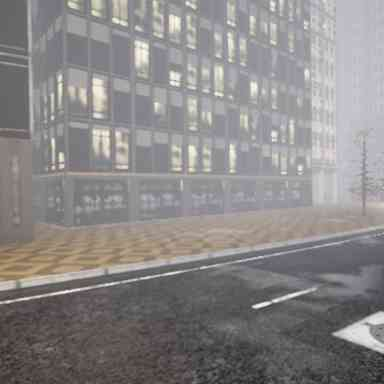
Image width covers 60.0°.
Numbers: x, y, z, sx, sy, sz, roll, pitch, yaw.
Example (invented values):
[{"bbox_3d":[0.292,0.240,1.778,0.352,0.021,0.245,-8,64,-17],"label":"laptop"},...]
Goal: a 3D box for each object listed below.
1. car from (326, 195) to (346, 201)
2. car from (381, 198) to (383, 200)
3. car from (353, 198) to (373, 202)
[{"bbox_3d":[30.419,1.340,70.935,1.947,1.339,4.313,-1,1,-41],"label":"car"},{"bbox_3d":[37.795,1.403,62.283,1.947,1.339,4.313,-1,1,-41],"label":"car"},{"bbox_3d":[34.091,1.388,66.597,1.802,1.307,4.206,-1,1,-41],"label":"car"}]
